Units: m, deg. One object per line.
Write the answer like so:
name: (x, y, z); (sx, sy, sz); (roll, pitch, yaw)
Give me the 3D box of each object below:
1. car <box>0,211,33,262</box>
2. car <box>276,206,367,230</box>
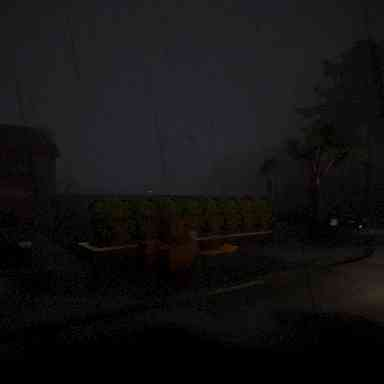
car: (-6.477, 1.356, 10.777); (2.033, 1.415, 5.357); (0, 0, -33)
car: (7.871, 1.547, 20.783); (2.033, 1.411, 5.357); (0, 0, -36)
